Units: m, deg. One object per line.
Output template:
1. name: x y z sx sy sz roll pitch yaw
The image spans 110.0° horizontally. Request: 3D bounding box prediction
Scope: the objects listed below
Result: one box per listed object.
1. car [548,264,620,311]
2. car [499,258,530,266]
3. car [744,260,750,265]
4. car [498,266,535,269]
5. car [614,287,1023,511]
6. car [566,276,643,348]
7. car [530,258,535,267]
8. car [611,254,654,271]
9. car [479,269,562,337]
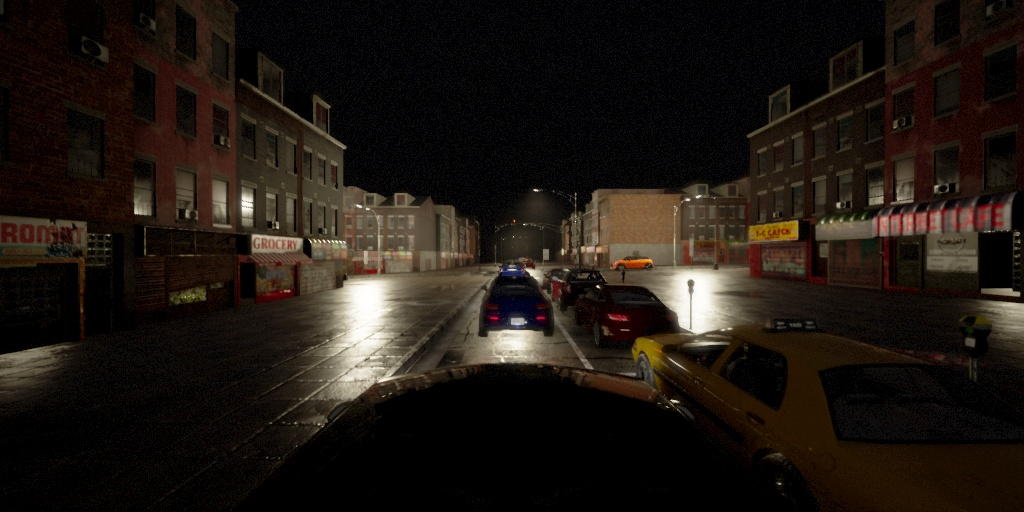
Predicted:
1. car: 2.651 1.193 14.388 1.967 1.591 4.097 0 0 0
2. car: 0.015 1.123 27.520 2.097 1.767 4.553 0 0 0
3. car: 29.316 0.519 40.367 5.357 1.411 2.033 -1 0 0
4. car: 0.122 1.357 17.621 1.895 1.301 4.718 0 0 0
5. car: 2.640 1.275 3.624 1.751 1.417 4.829 0 0 0
6. car: 2.646 1.332 8.922 1.802 1.307 4.207 0 0 0
7. car: 2.696 1.306 57.195 1.967 1.591 4.097 0 0 0
8. car: 13.397 0.733 40.352 4.553 1.767 2.097 -1 0 0
9. car: 0.082 1.277 10.173 1.812 1.442 4.674 0 0 -1
